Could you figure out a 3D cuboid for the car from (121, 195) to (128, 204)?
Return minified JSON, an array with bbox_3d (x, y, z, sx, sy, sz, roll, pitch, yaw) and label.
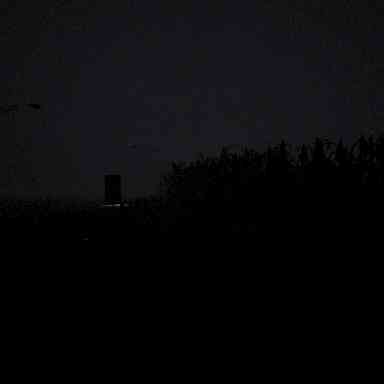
[{"bbox_3d":[-11.229,1.160,52.393,2.033,1.411,5.357,-1,1,-4],"label":"car"}]
